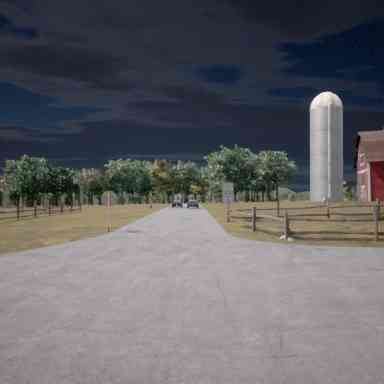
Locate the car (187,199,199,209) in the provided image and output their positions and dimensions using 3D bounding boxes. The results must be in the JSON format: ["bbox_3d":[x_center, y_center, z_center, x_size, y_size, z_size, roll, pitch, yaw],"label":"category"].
[{"bbox_3d":[0.152,1.929,54.470,1.837,1.490,4.892,0,-1,0],"label":"car"}]

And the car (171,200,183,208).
[{"bbox_3d":[-2.584,2.038,59.087,2.033,1.411,5.357,0,-1,0],"label":"car"}]
